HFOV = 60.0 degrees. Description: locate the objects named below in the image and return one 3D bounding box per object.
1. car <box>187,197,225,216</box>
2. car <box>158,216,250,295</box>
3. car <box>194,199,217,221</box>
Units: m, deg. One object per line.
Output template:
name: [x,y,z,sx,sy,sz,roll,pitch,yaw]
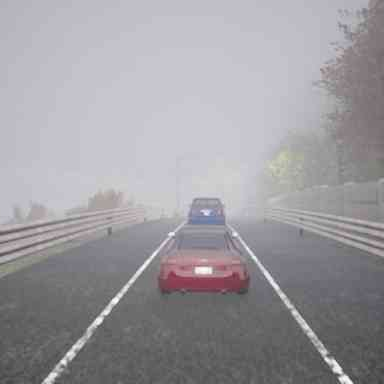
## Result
car: [0.891,1.344,20.700,2.150,2.045,5.566,0,-2,2]
car: [0.297,1.545,8.653,1.994,1.385,4.181,0,0,2]
car: [1.403,1.817,34.096,2.150,2.045,5.566,0,-3,3]
